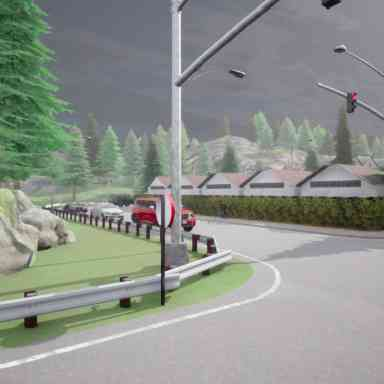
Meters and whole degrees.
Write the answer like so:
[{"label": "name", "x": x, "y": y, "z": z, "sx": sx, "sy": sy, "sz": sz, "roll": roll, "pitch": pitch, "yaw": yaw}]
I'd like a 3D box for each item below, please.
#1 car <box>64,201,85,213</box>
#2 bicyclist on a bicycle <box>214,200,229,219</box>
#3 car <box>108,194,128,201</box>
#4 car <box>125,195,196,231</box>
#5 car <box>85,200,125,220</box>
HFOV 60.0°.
[{"label": "car", "x": -13.431, "y": 1.754, "z": 38.290, "sx": 1.994, "sy": 1.385, "sz": 4.181, "roll": 0, "pitch": 0, "yaw": -31}, {"label": "bicyclist on a bicycle", "x": 2.537, "y": 1.494, "z": 28.097, "sx": 1.656, "sy": 1.620, "sz": 0.582, "roll": 0, "pitch": 0, "yaw": -35}, {"label": "car", "x": -10.940, "y": 1.398, "z": 53.205, "sx": 2.150, "sy": 2.045, "sz": 5.566, "roll": 0, "pitch": 0, "yaw": 33}, {"label": "car", "x": -2.017, "y": 1.413, "z": 21.551, "sx": 2.150, "sy": 2.045, "sz": 5.566, "roll": 0, "pitch": 0, "yaw": -35}, {"label": "car", "x": -7.621, "y": 1.717, "z": 29.567, "sx": 1.812, "sy": 1.442, "sz": 4.674, "roll": 0, "pitch": 0, "yaw": -35}]
